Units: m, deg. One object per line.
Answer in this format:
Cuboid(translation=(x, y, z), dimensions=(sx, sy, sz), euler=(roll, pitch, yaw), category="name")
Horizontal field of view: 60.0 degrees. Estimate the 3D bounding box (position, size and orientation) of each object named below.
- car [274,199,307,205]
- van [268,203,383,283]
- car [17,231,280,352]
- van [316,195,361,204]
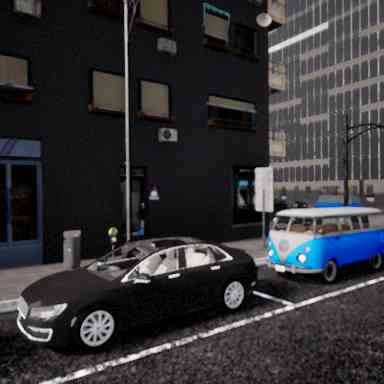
Cuboid(translation=(9.902, 1.397, 34.479), dimensions=(1.947, 1.339, 4.313), euler=(-1, 1, -35), category="car")
Cuboid(translation=(3.853, 1.338, 9.322), dimensions=(3.998, 1.788, 1.690), euler=(0, -1, -35), category="van")
Cuboid(translation=(-0.706, 1.550, 6.067), dimensions=(4.403, 1.369, 2.008), euler=(0, -1, -35), category="car")
Cuboid(translation=(13.080, 1.198, 29.961), dimensions=(1.690, 1.788, 3.998), euler=(-1, 1, -35), category="van")
